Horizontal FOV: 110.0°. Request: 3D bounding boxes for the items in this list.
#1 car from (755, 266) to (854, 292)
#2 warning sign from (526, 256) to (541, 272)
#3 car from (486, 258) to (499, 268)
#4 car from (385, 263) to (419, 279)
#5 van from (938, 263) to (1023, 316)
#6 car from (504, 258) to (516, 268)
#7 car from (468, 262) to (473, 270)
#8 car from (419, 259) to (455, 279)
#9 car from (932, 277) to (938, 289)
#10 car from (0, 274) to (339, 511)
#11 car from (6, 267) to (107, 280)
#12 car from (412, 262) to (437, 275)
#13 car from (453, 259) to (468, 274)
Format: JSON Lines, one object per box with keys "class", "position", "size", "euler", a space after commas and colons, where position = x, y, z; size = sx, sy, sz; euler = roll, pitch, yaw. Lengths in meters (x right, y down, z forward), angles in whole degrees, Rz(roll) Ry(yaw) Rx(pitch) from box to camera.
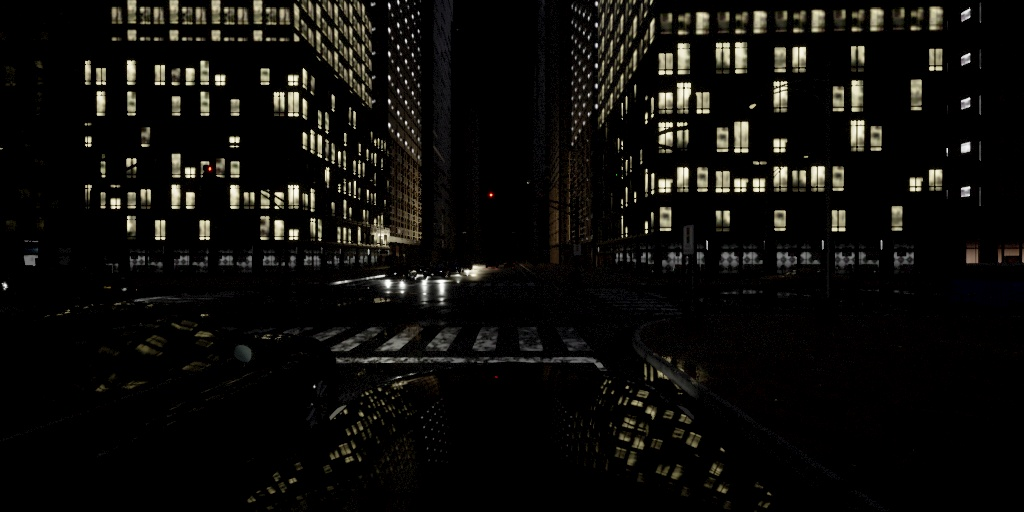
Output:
{"class": "car", "position": [16.966, 1.293, 20.923], "size": [4.829, 1.417, 1.751], "euler": [0, 0, 2]}
{"class": "warning sign", "position": [2.601, 0.910, 40.818], "size": [1.300, 1.860, 1.060], "euler": [0, 0, 0]}
{"class": "car", "position": [-3.540, 1.213, 63.634], "size": [2.097, 1.767, 4.553], "euler": [0, 0, -1]}
{"class": "car", "position": [-10.048, 1.343, 32.782], "size": [1.994, 1.385, 4.181], "euler": [0, 0, 0]}
{"class": "van", "position": [18.289, 1.119, 12.760], "size": [3.998, 1.789, 1.690], "euler": [0, 0, 2]}
{"class": "car", "position": [-0.396, 1.426, 63.814], "size": [1.994, 1.385, 4.181], "euler": [0, 0, 0]}
{"class": "car", "position": [-6.912, 1.389, 52.790], "size": [1.994, 1.385, 4.181], "euler": [0, 0, 0]}
{"class": "car", "position": [-6.797, 1.305, 32.938], "size": [1.812, 1.442, 4.674], "euler": [0, 0, 0]}
{"class": "car", "position": [26.803, 1.357, 20.502], "size": [4.207, 1.307, 1.802], "euler": [0, 0, 2]}
{"class": "car", "position": [-3.155, 1.102, 2.543], "size": [2.097, 1.767, 4.553], "euler": [0, 0, 0]}
{"class": "car", "position": [-19.922, 1.263, 16.284], "size": [4.892, 1.490, 1.837], "euler": [0, 0, 2]}
{"class": "car", "position": [-10.097, 1.360, 41.690], "size": [1.994, 1.385, 4.181], "euler": [0, 0, 0]}
{"class": "car", "position": [-6.861, 1.277, 42.811], "size": [1.882, 1.535, 5.008], "euler": [0, 0, 0]}
